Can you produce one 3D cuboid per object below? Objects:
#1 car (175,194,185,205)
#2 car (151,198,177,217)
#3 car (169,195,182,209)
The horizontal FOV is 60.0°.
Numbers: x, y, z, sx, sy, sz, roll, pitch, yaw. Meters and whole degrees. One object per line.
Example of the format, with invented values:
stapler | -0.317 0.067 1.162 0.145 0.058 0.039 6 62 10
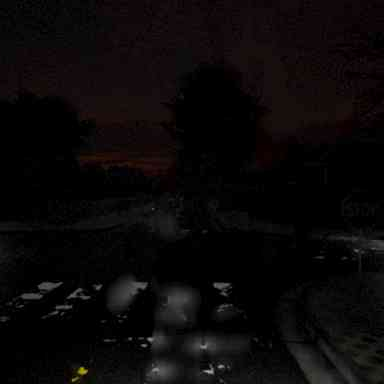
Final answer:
car | -2.371 1.162 56.941 2.097 1.767 4.553 0 0 5
car | -2.674 1.557 31.241 1.895 1.301 4.718 0 0 0
car | -2.642 1.449 44.557 1.812 1.442 4.674 0 0 0
